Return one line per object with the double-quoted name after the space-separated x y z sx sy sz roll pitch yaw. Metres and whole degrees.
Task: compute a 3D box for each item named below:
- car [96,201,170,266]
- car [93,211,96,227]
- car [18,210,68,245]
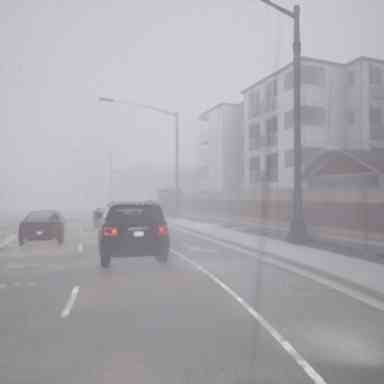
-2.308 1.339 12.295 2.150 2.045 5.566 0 0 -16 "car"
-6.387 1.840 24.842 1.895 1.301 4.718 0 -1 -19 "car"
-7.414 1.649 16.863 1.882 1.535 5.008 0 0 -18 "car"
